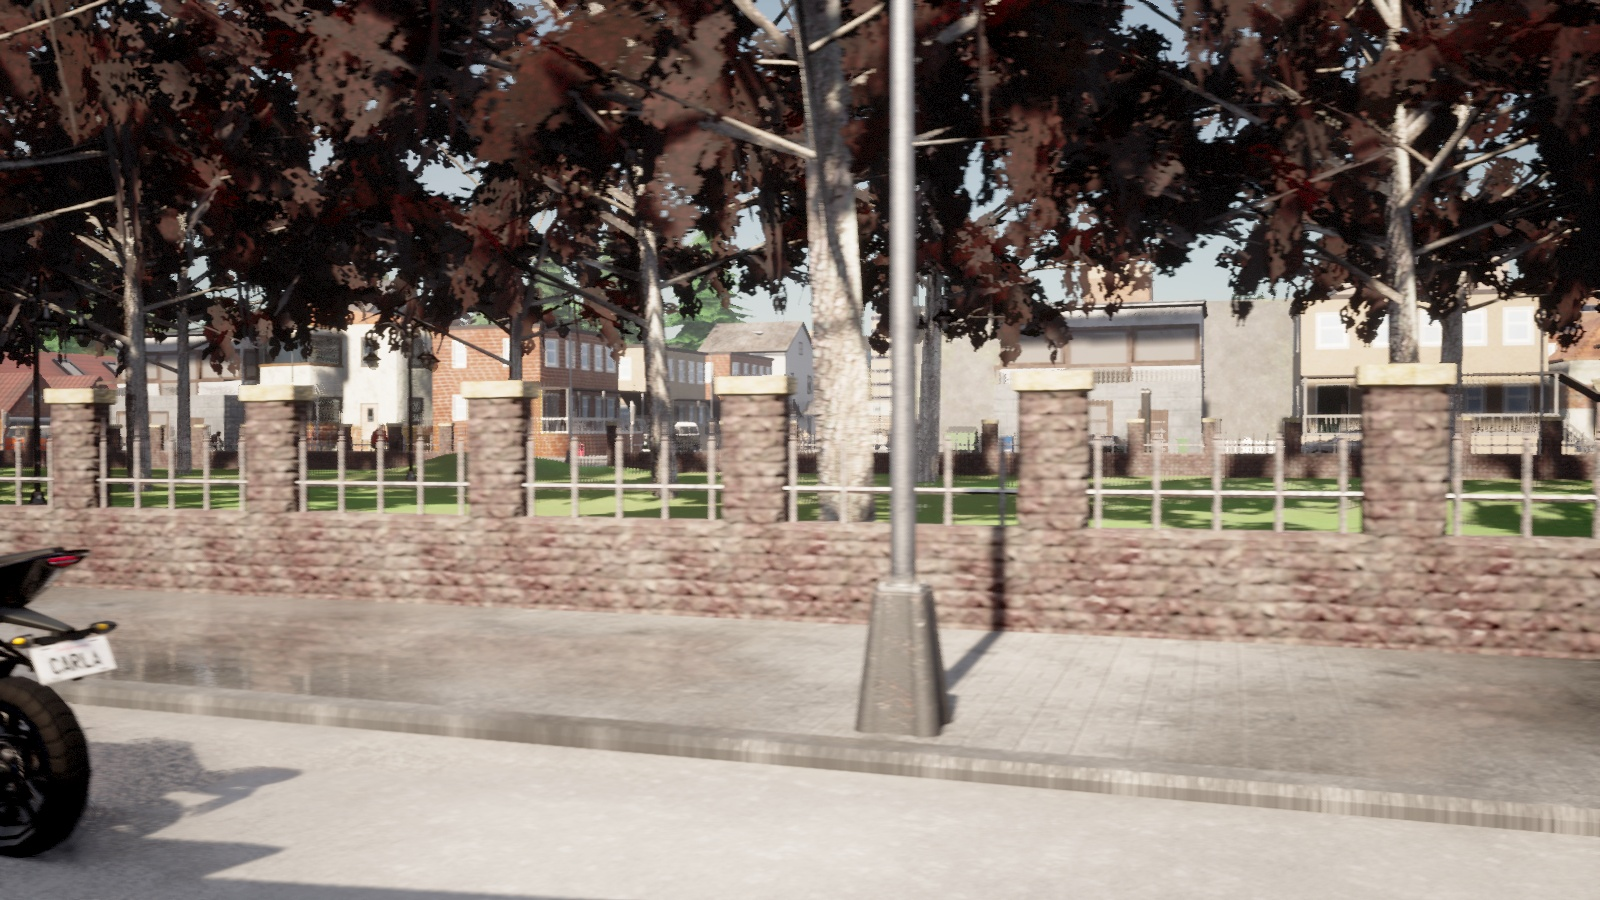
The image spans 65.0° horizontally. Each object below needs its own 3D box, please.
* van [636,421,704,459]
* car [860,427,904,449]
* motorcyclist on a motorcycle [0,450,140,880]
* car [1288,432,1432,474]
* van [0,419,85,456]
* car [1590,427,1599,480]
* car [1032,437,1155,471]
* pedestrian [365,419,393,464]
[{"bbox_3d":[-7.106,-0.582,69.045,2.069,2.038,4.480,1,1,19],"label":"van"},{"bbox_3d":[6.327,-0.912,96.216,2.152,1.651,5.027,1,1,19],"label":"car"},{"bbox_3d":[-3.850,0.767,5.016,2.191,1.530,0.866,1,1,19],"label":"motorcyclist on a motorcycle"},{"bbox_3d":[21.512,0.088,48.457,4.902,1.511,2.128,1,1,19],"label":"car"},{"bbox_3d":[-42.369,-0.702,70.052,4.442,1.987,1.775,1,1,19],"label":"van"},{"bbox_3d":[29.122,0.127,41.660,4.553,1.767,2.097,1,1,19],"label":"car"},{"bbox_3d":[12.078,0.145,51.647,4.718,1.301,1.895,1,1,19],"label":"car"},{"bbox_3d":[-17.411,-0.360,51.897,0.899,1.844,0.634,1,1,19],"label":"pedestrian"}]
